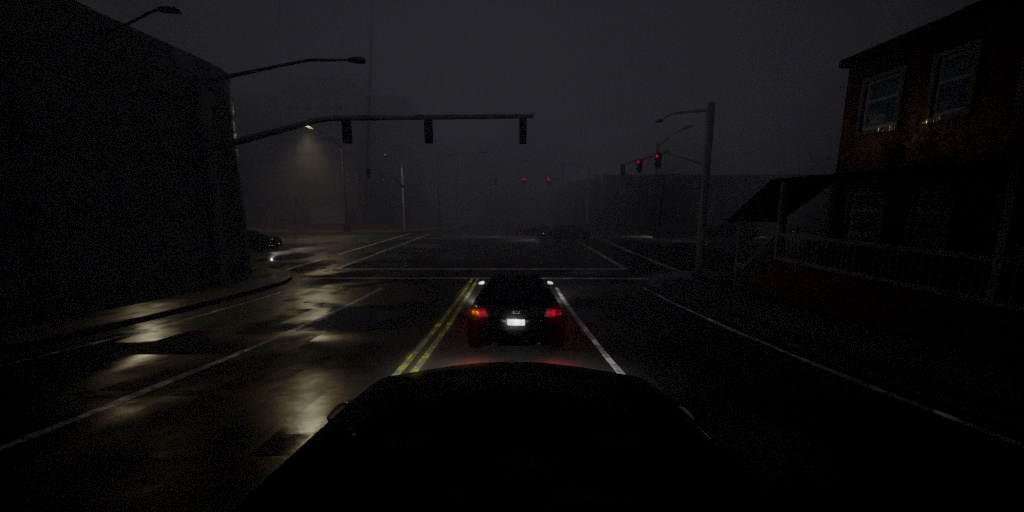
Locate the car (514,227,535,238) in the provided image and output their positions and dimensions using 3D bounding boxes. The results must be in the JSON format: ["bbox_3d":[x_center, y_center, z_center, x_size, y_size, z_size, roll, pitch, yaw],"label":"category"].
[{"bbox_3d":[2.536,-2.644,37.447,4.718,1.301,1.895,0,8,0],"label":"car"}]

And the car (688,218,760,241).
[{"bbox_3d":[20.188,-2.499,33.811,5.566,2.045,2.150,0,8,1],"label":"car"}]

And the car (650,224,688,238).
[{"bbox_3d":[16.616,-2.673,37.349,4.181,1.385,1.994,0,8,0],"label":"car"}]

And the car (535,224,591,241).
[{"bbox_3d":[4.937,-2.226,33.952,4.892,1.490,1.837,1,8,0],"label":"car"}]

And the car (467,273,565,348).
[{"bbox_3d":[0.094,1.090,8.695,1.994,1.385,4.181,0,3,0],"label":"car"}]

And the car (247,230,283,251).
[{"bbox_3d":[-19.957,-1.188,26.981,4.892,1.490,1.837,0,8,1],"label":"car"}]

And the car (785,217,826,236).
[{"bbox_3d":[31.002,-3.003,37.203,5.566,2.045,2.150,0,8,0],"label":"car"}]
